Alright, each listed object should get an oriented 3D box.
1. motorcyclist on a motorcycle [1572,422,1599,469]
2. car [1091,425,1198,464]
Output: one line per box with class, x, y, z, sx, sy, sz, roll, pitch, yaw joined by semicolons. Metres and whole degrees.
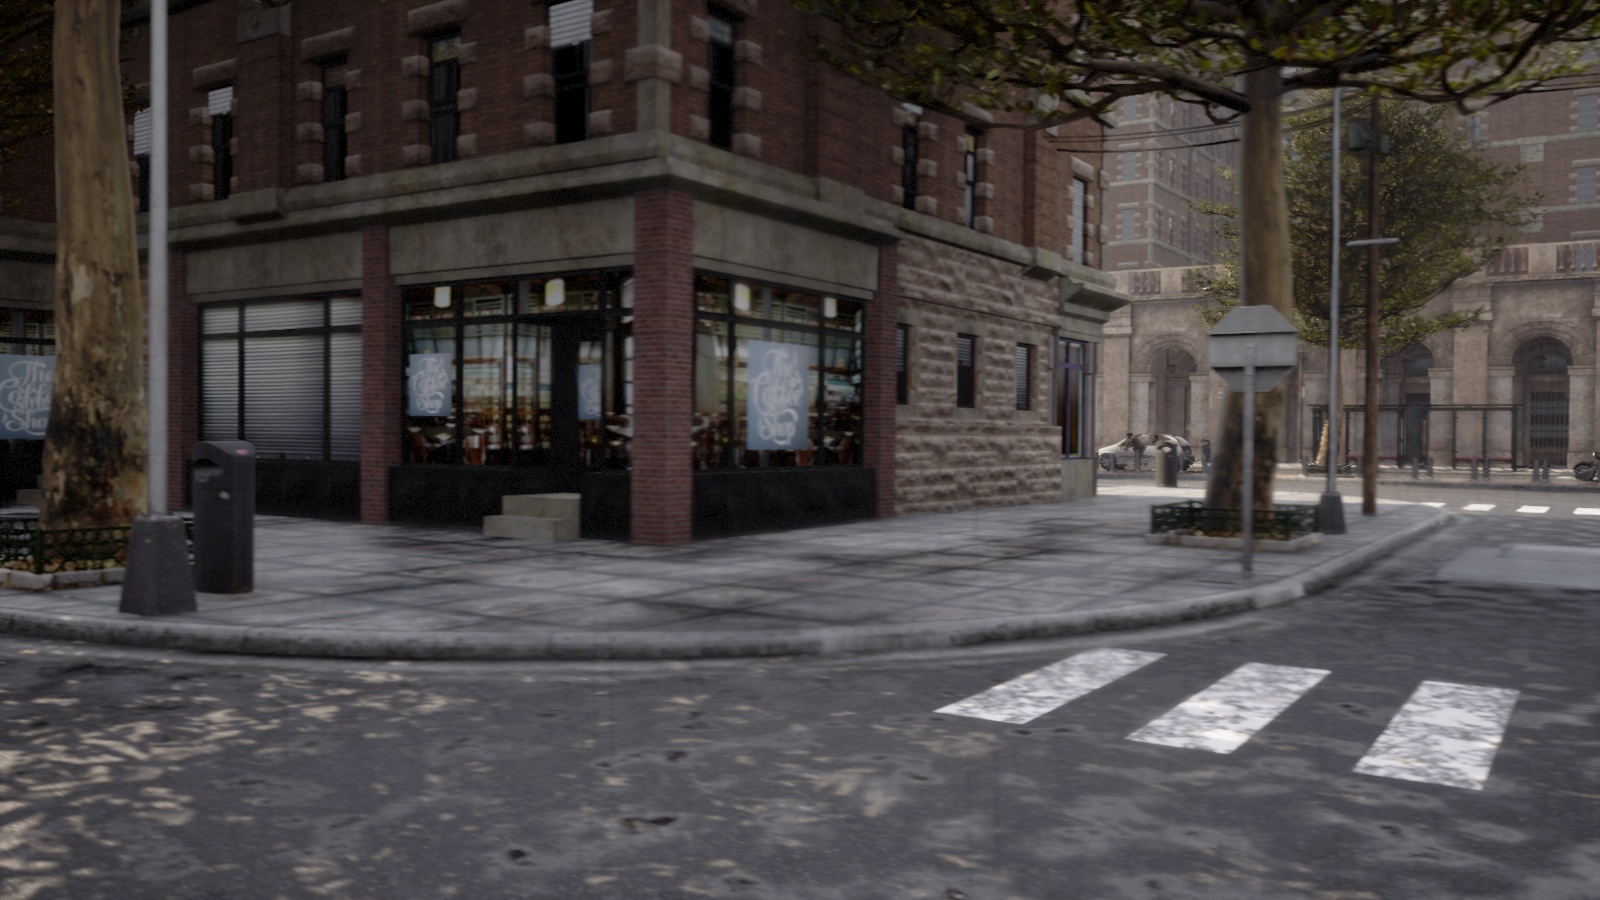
motorcyclist on a motorcycle;28.514;-0.179;44.109;2.350;1.649;0.766;0;1;34
car;14.613;-0.231;53.373;3.988;1.617;1.851;0;1;34
